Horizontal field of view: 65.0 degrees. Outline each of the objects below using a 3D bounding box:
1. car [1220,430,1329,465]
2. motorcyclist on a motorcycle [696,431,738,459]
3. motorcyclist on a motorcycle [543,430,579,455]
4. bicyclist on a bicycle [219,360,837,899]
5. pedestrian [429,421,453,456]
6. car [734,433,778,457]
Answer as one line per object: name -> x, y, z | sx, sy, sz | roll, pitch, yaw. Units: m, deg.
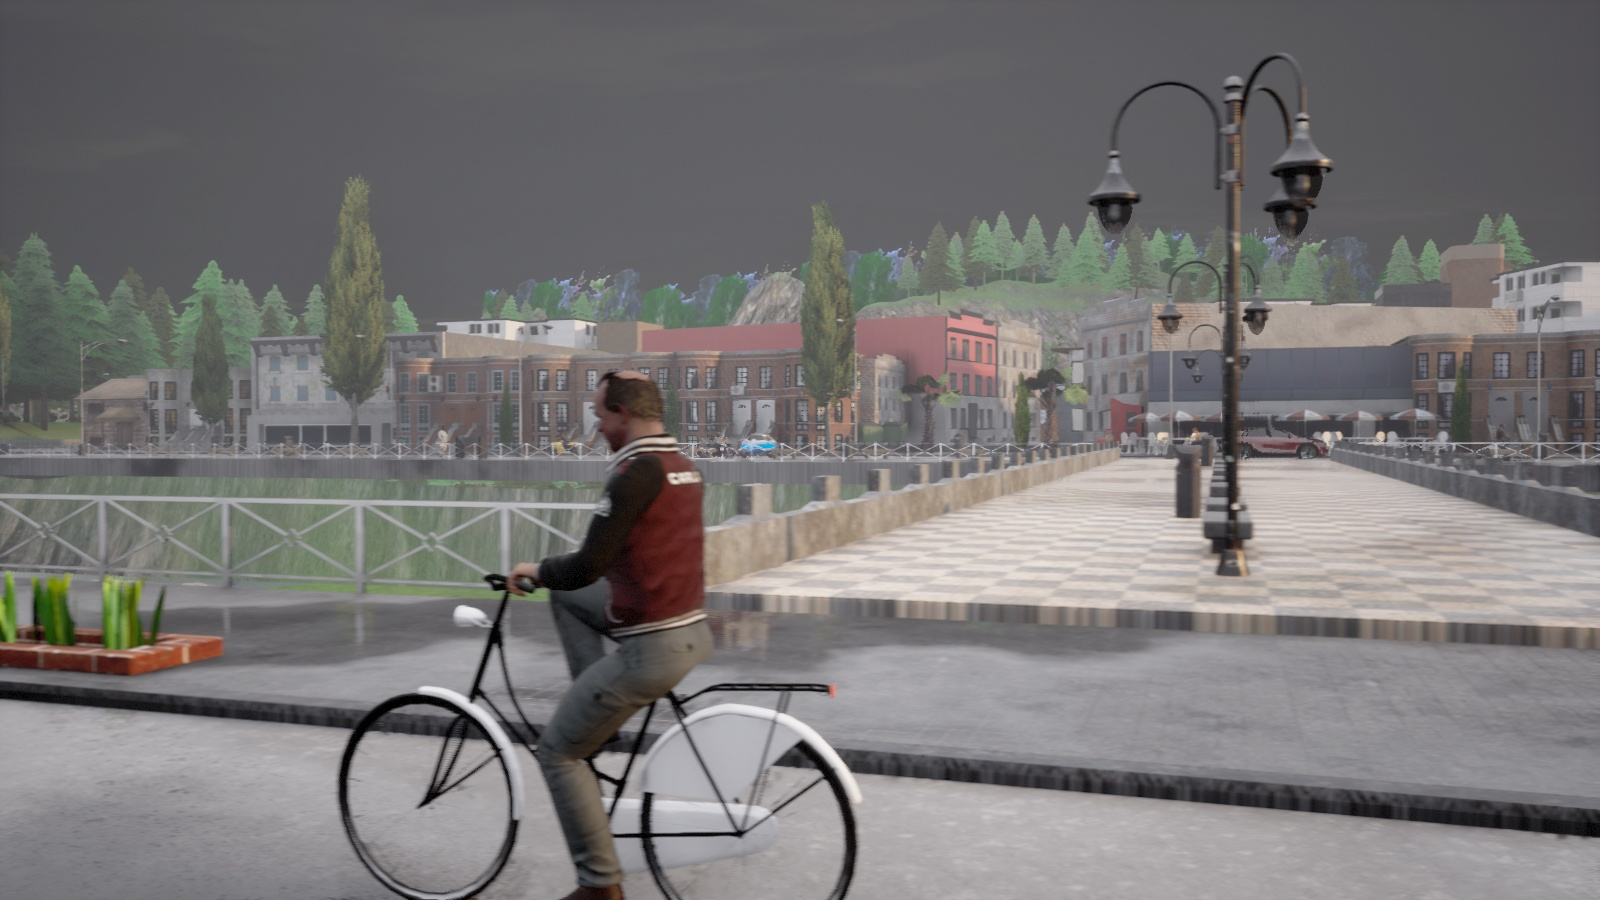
car -> 22.997, -0.135, 61.056 | 4.856, 1.649, 2.033 | 1, 1, 19
motorcyclist on a motorcycle -> -4.651, -0.283, 70.350 | 2.191, 1.530, 0.866 | 1, 1, 19
motorcyclist on a motorcycle -> -14.860, -0.496, 77.999 | 2.044, 1.523, 0.797 | 1, 1, 19
bicyclist on a bicycle -> -0.868, 0.630, 4.011 | 1.843, 1.776, 0.659 | 1, 1, 19
pedestrian -> -18.983, -0.599, 66.469 | 0.900, 1.855, 0.874 | 0, 1, 16
car -> -2.577, -0.311, 73.872 | 2.207, 1.376, 1.481 | 1, 1, 19
